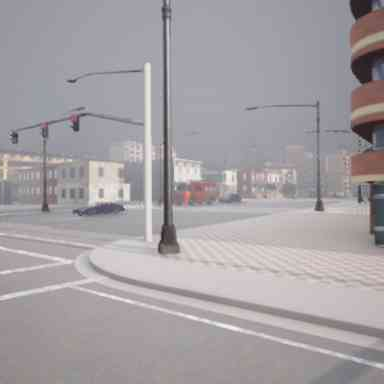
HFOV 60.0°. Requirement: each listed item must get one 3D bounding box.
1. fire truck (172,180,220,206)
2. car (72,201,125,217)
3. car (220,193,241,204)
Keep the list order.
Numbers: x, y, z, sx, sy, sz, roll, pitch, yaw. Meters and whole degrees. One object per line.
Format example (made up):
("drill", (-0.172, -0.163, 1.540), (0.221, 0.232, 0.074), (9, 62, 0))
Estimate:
("fire truck", (0.429, 0.091, 51.433), (2.891, 3.827, 8.468), (-1, 1, 37))
("car", (-9.109, 1.625, 32.874), (2.033, 1.411, 5.357), (-1, 0, 37))
("car", (5.963, 0.991, 53.061), (2.097, 1.767, 4.553), (-1, 1, 37))
